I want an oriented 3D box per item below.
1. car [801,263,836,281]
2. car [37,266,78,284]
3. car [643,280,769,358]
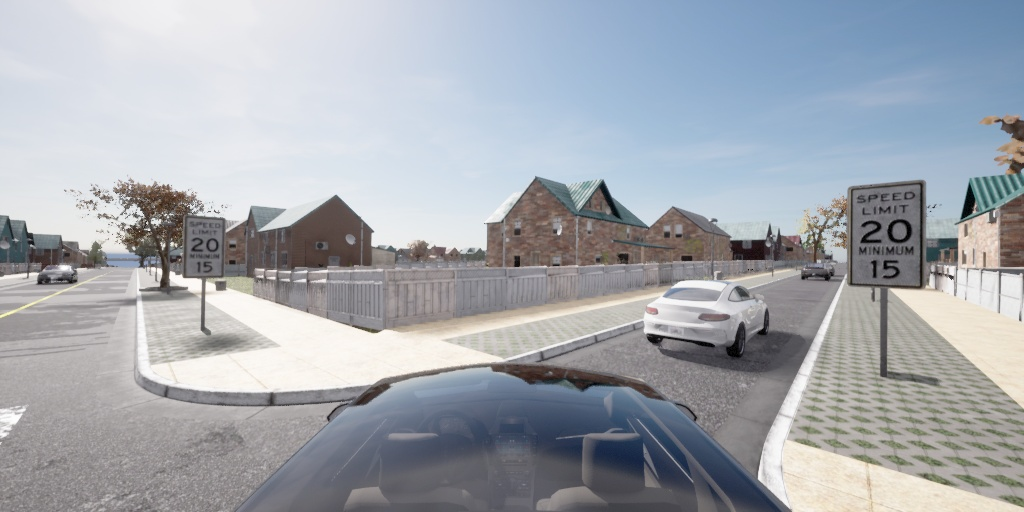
[{"bbox_3d":[27.213,1.369,32.061,2.128,1.511,4.902,0,0,44],"label":"car"},{"bbox_3d":[-38.664,1.565,30.608,4.902,1.511,2.128,-1,-2,44],"label":"car"},{"bbox_3d":[4.776,1.292,8.632,1.812,1.442,4.674,0,0,44],"label":"car"}]
